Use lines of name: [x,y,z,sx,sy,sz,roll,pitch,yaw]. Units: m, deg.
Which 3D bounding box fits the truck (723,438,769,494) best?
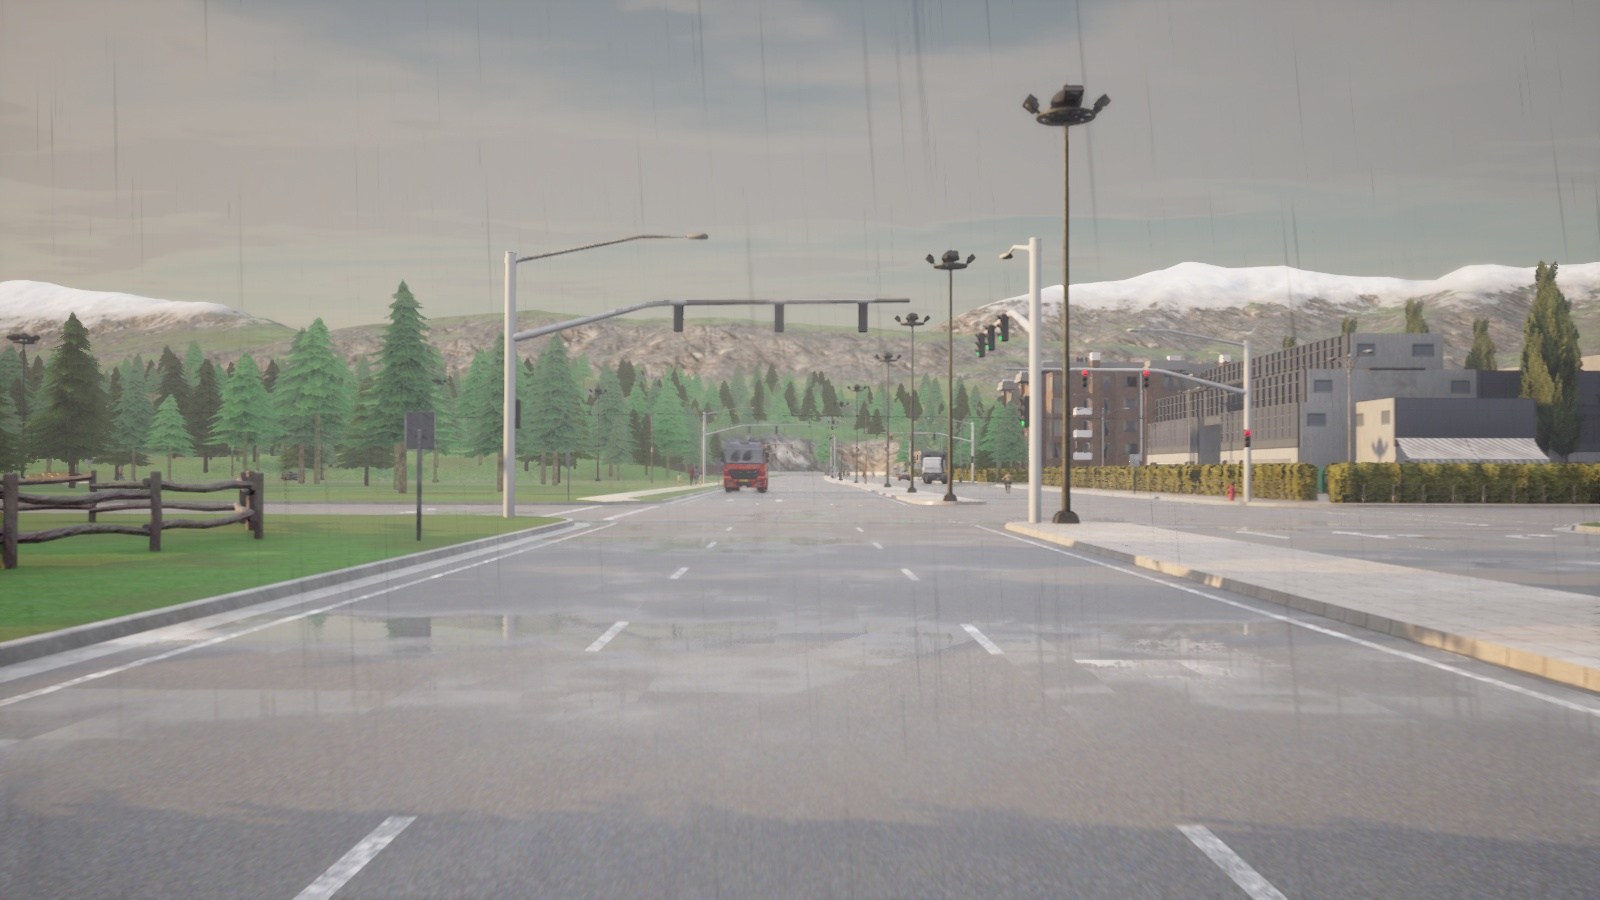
truck: [-3.845,1.186,90.822,2.891,3.827,8.468,0,-1,0]
